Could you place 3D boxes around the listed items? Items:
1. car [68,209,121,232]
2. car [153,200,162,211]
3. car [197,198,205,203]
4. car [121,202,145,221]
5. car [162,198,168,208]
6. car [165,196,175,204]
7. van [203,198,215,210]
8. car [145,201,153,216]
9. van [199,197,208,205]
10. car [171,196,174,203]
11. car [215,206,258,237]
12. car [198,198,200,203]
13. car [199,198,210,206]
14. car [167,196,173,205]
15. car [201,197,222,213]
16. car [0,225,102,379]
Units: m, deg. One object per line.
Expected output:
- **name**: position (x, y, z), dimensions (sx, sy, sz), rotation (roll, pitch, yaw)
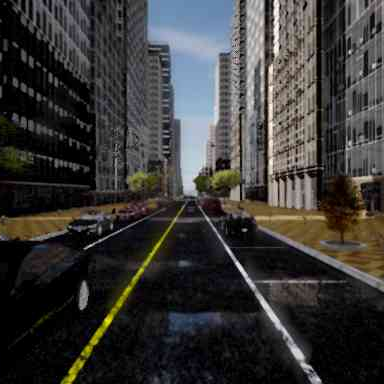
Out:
- **car**: position (-5.717, 1.726, 19.091), dimensions (2.008, 1.369, 4.403), rotation (-1, -1, 0)
- **car**: position (-5.747, 1.953, 47.339), dimensions (1.752, 1.417, 4.829), rotation (-1, -1, 0)
- **car**: position (2.584, 2.375, 92.985), dimensions (2.008, 1.369, 4.403), rotation (-1, 0, 0)
- **car**: position (-5.729, 1.859, 30.457), dimensions (1.802, 1.307, 4.206), rotation (-1, -1, 0)
- **car**: position (-5.760, 2.095, 58.875), dimensions (1.947, 1.339, 4.313), rotation (-1, -1, 0)
- **car**: position (-5.793, 2.093, 87.294), dimensions (2.192, 1.841, 5.009), rotation (-1, 0, 0)
- **van**: position (2.625, 1.817, 53.203), dimensions (1.690, 1.788, 3.998), rotation (-1, -1, 0)
- **car**: position (-5.737, 1.768, 36.142), dimensions (1.967, 1.590, 4.097), rotation (-1, -1, 0)
- **van**: position (2.600, 2.017, 75.936), dimensions (1.690, 1.788, 3.998), rotation (-1, 0, 0)
- **car**: position (-5.785, 2.169, 81.610), dimensions (1.967, 1.590, 4.097), rotation (-1, 0, 0)
- **car**: position (2.664, 1.722, 19.100), dimensions (2.008, 1.369, 4.403), rotation (-1, -1, 0)
- **car**: position (2.620, 1.966, 58.885), dimensions (1.967, 1.590, 4.097), rotation (-1, -1, 0)
- **car**: position (2.607, 2.066, 70.252), dimensions (1.967, 1.590, 4.097), rotation (-1, -1, 0)
- **car**: position (-5.772, 2.180, 70.242), dimensions (2.008, 1.369, 4.403), rotation (-1, -1, 0)
- **car**: position (2.636, 1.690, 41.836), dimensions (2.192, 1.841, 5.009), rotation (-1, -1, 0)
- **car**: position (-3.004, 1.524, 4.919), dimensions (1.882, 1.535, 5.008), rotation (0, -1, 0)
